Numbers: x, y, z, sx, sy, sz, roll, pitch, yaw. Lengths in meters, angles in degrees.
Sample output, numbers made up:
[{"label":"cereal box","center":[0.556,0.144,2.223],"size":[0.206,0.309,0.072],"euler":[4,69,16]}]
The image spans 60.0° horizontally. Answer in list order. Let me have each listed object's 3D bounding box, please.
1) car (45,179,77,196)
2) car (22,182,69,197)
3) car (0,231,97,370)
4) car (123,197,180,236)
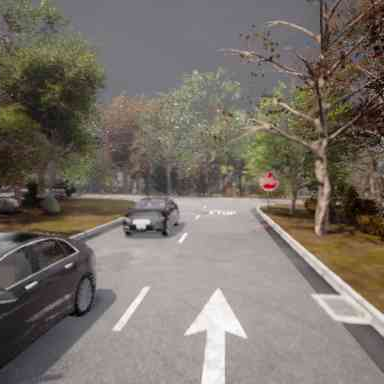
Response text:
[{"label":"car","center":[-16.333,-0.529,38.823],"size":[5.566,2.045,2.150],"euler":[1,1,4]},{"label":"car","center":[-15.983,-0.064,35.301],"size":[4.718,1.301,1.895],"euler":[1,1,6]},{"label":"car","center":[-2.883,1.388,4.381],"size":[1.837,1.490,4.892],"euler":[0,2,7]},{"label":"car","center":[-1.718,0.990,15.311],"size":[2.128,1.511,4.902],"euler":[0,2,6]}]
